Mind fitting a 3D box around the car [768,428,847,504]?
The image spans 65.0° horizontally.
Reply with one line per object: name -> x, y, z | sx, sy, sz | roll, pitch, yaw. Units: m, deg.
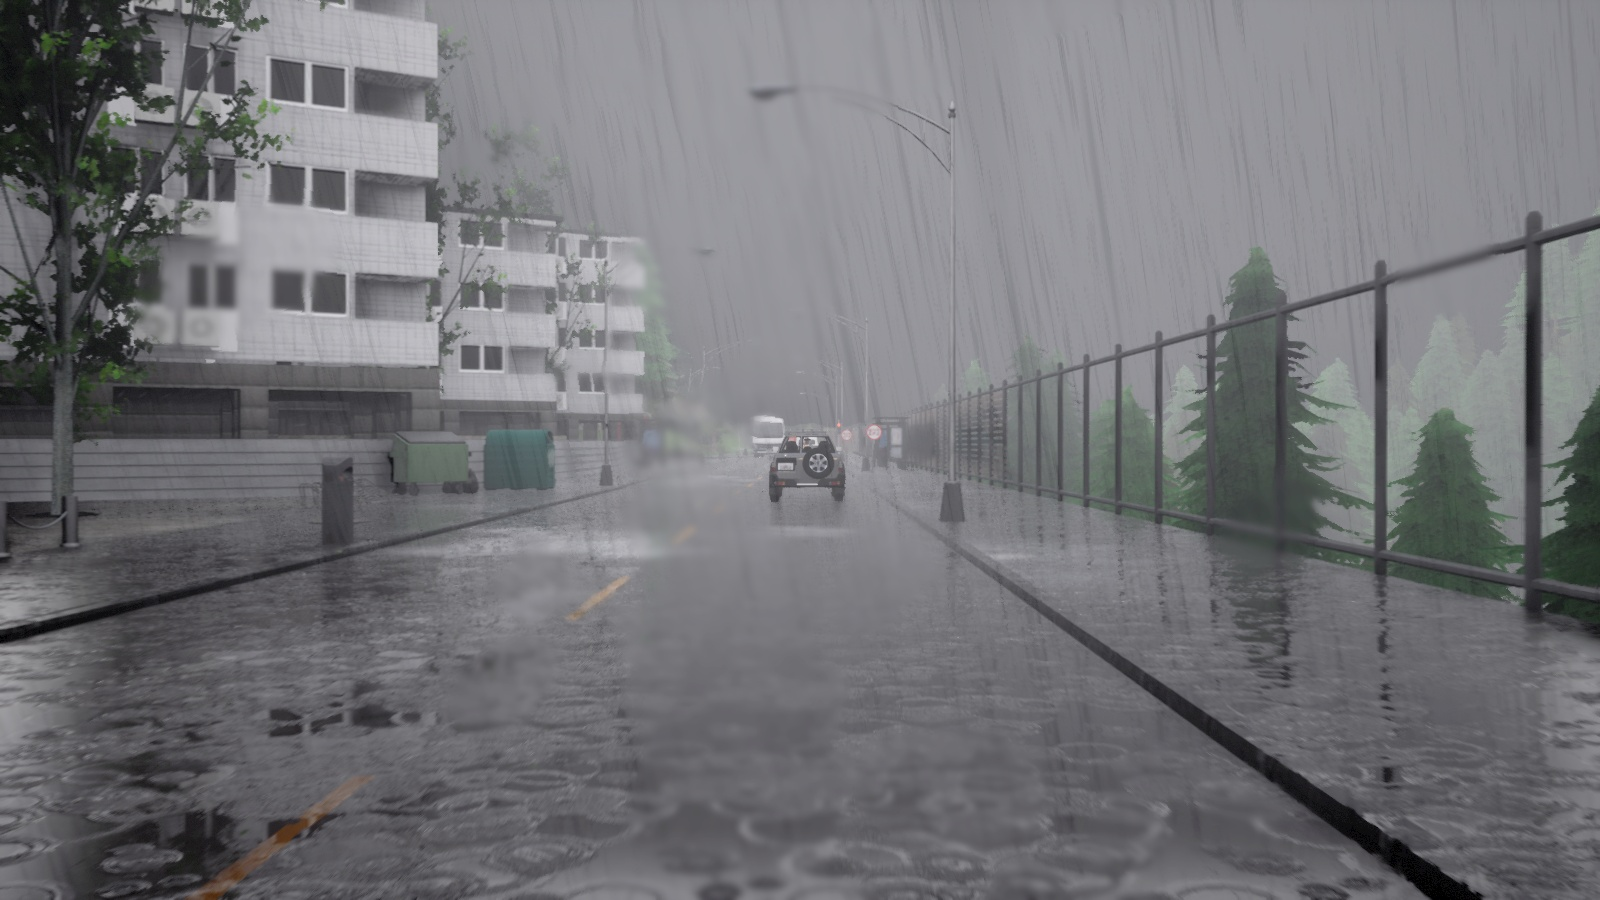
car -> 0.191, 0.378, 32.967 | 1.932, 1.855, 4.605 | 0, 0, 0
